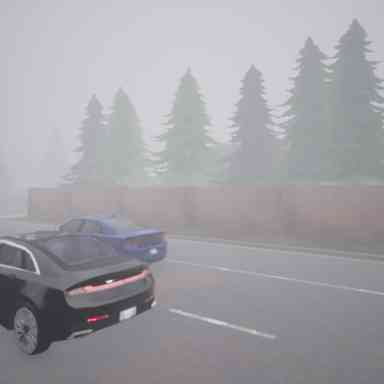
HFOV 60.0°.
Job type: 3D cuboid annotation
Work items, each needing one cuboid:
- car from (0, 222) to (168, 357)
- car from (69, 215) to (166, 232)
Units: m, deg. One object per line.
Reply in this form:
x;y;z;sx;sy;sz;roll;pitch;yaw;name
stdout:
-2.852;1.478;6.046;4.902;1.511;2.128;0;0;36;car
-3.043;1.460;10.499;5.008;1.535;1.882;0;0;36;car
